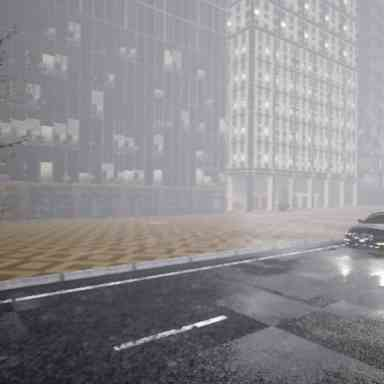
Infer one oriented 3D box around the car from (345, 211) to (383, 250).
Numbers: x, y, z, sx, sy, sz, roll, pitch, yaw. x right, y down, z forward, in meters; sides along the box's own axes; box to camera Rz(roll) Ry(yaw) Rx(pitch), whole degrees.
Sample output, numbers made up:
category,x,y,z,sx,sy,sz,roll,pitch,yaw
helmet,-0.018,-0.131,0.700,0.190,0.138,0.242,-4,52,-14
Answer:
category,x,y,z,sx,sy,sz,roll,pitch,yaw
car,8.138,1.516,13.476,4.892,1.490,1.837,0,0,-35
